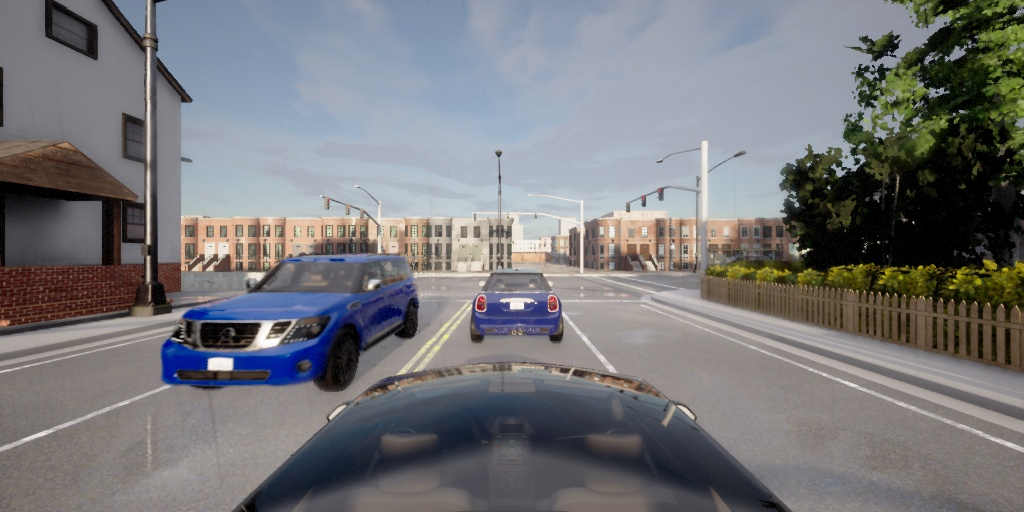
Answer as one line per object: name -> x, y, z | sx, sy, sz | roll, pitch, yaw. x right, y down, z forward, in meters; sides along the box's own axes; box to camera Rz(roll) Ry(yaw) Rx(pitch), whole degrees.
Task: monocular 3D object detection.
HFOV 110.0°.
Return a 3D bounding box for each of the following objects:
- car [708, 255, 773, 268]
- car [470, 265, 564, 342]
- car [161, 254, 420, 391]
car -> 18.743, 0.971, 29.598 | 5.566, 2.045, 2.150 | 0, 0, 0
car -> 0.111, 1.102, 9.903 | 2.097, 1.767, 4.553 | 0, 0, 0
car -> -3.503, 0.971, 7.148 | 2.150, 2.045, 5.566 | 0, 0, 1
